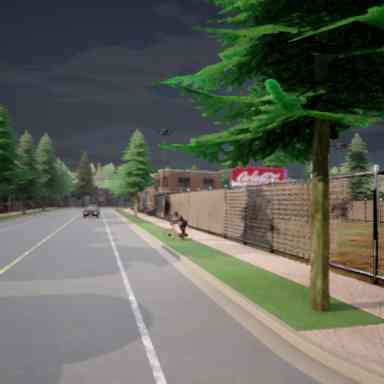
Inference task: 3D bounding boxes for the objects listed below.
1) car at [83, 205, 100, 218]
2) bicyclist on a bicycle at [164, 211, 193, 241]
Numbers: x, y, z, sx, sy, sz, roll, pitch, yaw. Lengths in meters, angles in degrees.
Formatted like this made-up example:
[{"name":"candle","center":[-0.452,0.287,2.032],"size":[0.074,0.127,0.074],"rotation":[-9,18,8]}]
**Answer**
[{"name":"car","center":[-13.500,2.766,44.463],"size":[1.895,1.301,4.718],"rotation":[2,-2,-16]},{"name":"bicyclist on a bicycle","center":[-0.735,1.909,18.379],"size":[1.656,1.620,0.582],"rotation":[2,-2,-16]}]
